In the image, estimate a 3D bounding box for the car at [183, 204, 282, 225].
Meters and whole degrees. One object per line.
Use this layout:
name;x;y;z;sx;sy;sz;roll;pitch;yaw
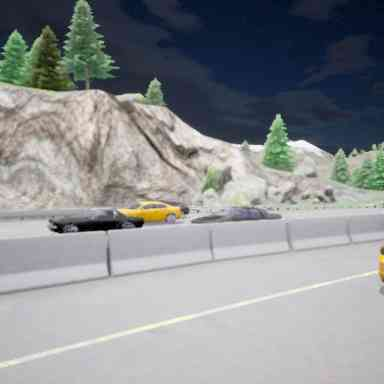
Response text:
car;2.501;1.494;17.893;5.357;1.411;2.033;0;0;-30

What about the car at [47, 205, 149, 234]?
car;-4.965;1.549;17.371;4.718;1.301;1.895;0;0;-33

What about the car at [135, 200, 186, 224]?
car;-3.125;1.410;22.618;5.008;1.535;1.882;0;0;-31

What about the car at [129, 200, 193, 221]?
car;-2.484;1.425;27.080;4.892;1.490;1.837;0;0;-30

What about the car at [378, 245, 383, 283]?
car;6.436;1.455;7.743;5.008;1.535;1.882;0;0;-31
